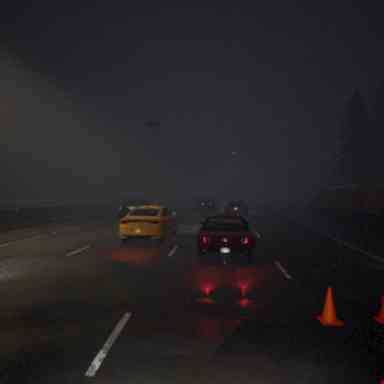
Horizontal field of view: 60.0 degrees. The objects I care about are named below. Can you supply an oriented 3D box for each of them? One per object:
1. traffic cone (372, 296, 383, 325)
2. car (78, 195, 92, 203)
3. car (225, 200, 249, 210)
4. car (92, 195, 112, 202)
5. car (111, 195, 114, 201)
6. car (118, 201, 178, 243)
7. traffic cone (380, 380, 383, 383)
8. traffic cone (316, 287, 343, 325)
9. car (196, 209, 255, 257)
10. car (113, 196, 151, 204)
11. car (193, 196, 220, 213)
[{"bbox_3d":[3.373,1.936,5.748,0.340,0.580,0.340,0,0,0],"label":"traffic cone"},{"bbox_3d":[-17.474,1.184,57.140,2.128,1.511,4.902,0,0,20],"label":"car"},{"bbox_3d":[4.238,1.425,30.937,1.994,1.385,4.181,0,0,12],"label":"car"},{"bbox_3d":[-14.176,1.257,55.970,1.812,1.442,4.674,0,0,20],"label":"car"},{"bbox_3d":[-10.878,1.273,54.800,1.994,1.385,4.181,0,0,20],"label":"car"},{"bbox_3d":[-1.896,1.396,15.832,1.882,1.535,5.008,0,0,6],"label":"car"},{"bbox_3d":[2.381,1.943,3.745,0.340,0.580,0.340,0,0,0],"label":"traffic cone"},{"bbox_3d":[2.373,1.933,5.745,0.340,0.580,0.340,0,0,0],"label":"traffic cone"},{"bbox_3d":[1.264,1.542,12.724,1.895,1.301,4.718,0,0,5],"label":"car"},{"bbox_3d":[-3.966,1.218,25.614,2.097,1.767,4.553,0,0,10],"label":"car"},{"bbox_3d":[1.580,1.188,34.849,2.097,1.767,4.553,0,0,14],"label":"car"}]
